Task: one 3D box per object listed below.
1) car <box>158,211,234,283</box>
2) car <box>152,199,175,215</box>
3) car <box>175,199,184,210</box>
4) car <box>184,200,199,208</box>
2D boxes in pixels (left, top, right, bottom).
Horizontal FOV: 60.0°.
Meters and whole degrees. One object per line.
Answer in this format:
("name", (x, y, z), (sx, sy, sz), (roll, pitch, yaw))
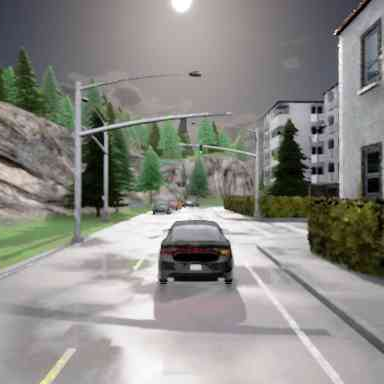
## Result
("car", (0.103, 1.563, 9.984), (1.882, 1.535, 5.008), (0, 0, 0))
("car", (-3.433, 1.834, 38.916), (1.837, 1.490, 4.892), (0, 0, 2))
("car", (-2.907, 1.766, 49.043), (2.097, 1.767, 4.553), (0, 0, 8))
("car", (-0.278, 2.059, 58.626), (1.994, 1.385, 4.181), (0, 0, 24))
